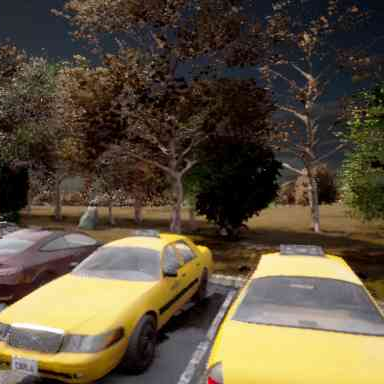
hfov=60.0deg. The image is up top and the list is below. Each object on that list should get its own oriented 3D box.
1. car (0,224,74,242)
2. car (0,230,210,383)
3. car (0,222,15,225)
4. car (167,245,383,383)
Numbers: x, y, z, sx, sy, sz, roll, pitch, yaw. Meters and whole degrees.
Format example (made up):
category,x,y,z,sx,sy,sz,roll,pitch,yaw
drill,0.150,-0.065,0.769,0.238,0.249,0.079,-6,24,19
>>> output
category,x,y,z,sx,sy,sz,roll,pitch,yaw
car,-3.313,1.568,7.957,2.002,1.452,4.674,0,-1,17
car,-0.972,1.505,6.026,1.946,1.575,5.366,0,-1,16
car,-5.688,1.585,9.725,2.002,1.452,4.674,0,-1,17
car,1.520,1.493,4.641,1.946,1.575,5.366,0,-1,16
